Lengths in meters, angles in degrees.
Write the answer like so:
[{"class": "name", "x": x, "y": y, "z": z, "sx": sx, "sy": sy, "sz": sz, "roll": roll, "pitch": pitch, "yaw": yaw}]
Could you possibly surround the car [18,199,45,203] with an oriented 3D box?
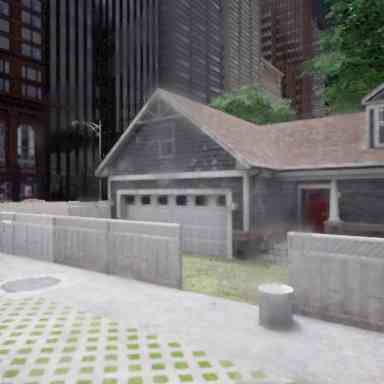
[{"class": "car", "x": -18.140, "y": 1.531, "z": 36.863, "sx": 1.882, "sy": 1.535, "sz": 5.008, "roll": 0, "pitch": 0, "yaw": 36}]
